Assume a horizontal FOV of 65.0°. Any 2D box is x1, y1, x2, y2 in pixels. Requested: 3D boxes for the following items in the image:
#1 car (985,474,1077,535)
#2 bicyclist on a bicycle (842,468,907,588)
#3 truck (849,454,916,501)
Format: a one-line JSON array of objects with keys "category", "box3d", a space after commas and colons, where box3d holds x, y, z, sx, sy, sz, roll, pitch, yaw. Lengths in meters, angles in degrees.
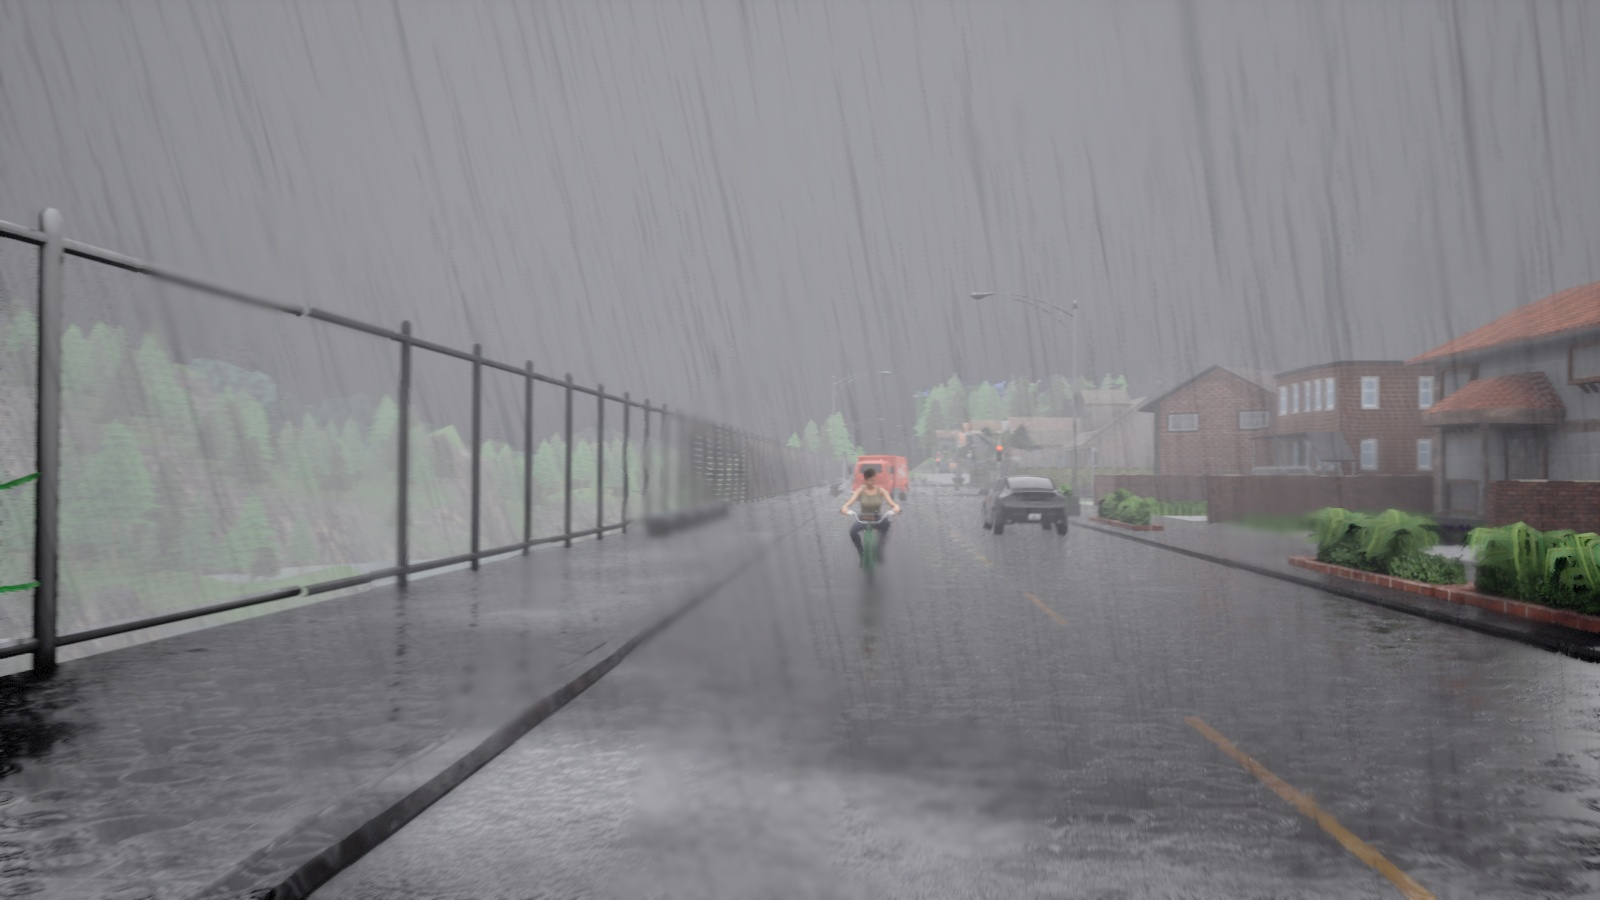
[{"category": "car", "box3d": [6.054, 1.388, 33.469, 1.837, 1.490, 4.892, 0, -1, 4]}, {"category": "bicyclist on a bicycle", "box3d": [1.058, 1.056, 17.660, 0.866, 1.612, 1.509, 0, -1, 4]}, {"category": "truck", "box3d": [4.593, 1.514, 68.783, 2.627, 2.467, 5.204, -1, -1, 15]}]
